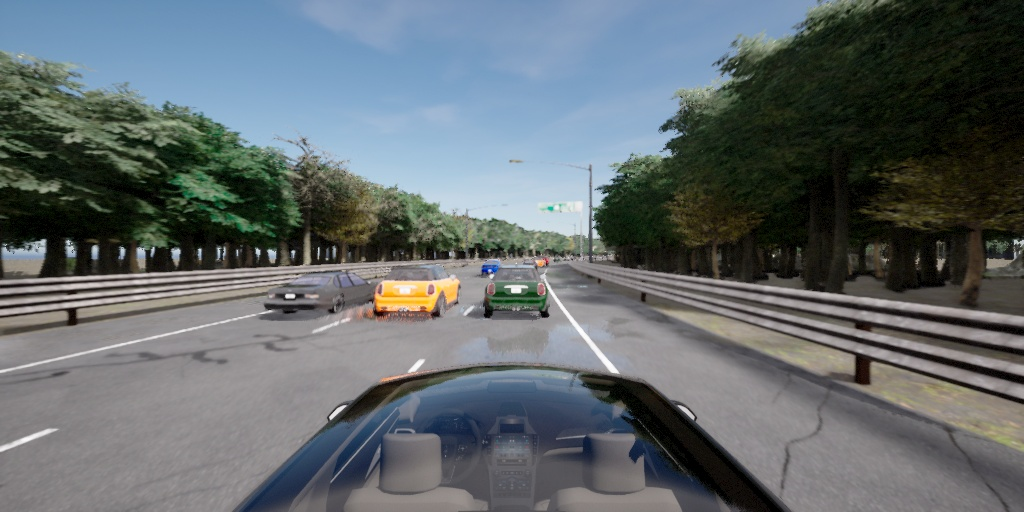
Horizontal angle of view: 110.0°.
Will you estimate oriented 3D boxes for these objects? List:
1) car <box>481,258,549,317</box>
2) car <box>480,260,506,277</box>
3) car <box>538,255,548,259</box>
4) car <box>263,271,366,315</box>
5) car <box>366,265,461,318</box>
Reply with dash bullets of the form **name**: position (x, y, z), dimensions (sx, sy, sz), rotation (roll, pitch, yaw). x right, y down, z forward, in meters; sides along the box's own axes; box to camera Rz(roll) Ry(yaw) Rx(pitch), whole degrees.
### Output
- **car**: position (0.199, 1.099, 13.327), dimensions (2.097, 1.767, 4.553), rotation (0, 0, 2)
- **car**: position (-1.855, 1.199, 36.154), dimensions (1.882, 1.535, 5.008), rotation (0, 0, 5)
- **car**: position (4.437, 1.052, 60.587), dimensions (2.097, 1.767, 4.553), rotation (0, 0, 8)
- **car**: position (-6.728, 1.280, 13.516), dimensions (2.033, 1.411, 5.357), rotation (0, 0, 2)
- **car**: position (-3.202, 1.092, 13.059), dimensions (2.097, 1.767, 4.553), rotation (0, 0, 2)
